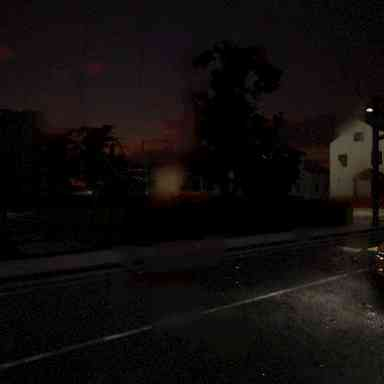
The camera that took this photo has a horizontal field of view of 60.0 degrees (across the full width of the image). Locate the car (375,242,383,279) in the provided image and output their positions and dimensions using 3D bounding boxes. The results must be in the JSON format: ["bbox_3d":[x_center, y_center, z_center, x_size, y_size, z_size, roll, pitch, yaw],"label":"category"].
[{"bbox_3d":[6.795,1.470,8.808,5.008,1.535,1.882,0,0,-35],"label":"car"}]

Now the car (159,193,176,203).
[{"bbox_3d":[-4.104,1.231,59.799,2.150,2.045,5.566,0,0,-35],"label":"car"}]
